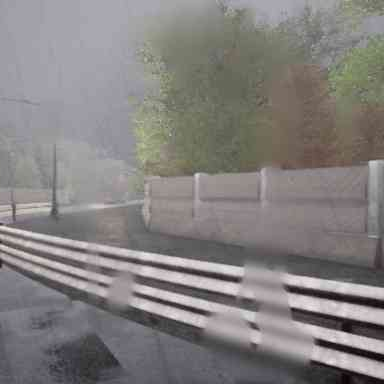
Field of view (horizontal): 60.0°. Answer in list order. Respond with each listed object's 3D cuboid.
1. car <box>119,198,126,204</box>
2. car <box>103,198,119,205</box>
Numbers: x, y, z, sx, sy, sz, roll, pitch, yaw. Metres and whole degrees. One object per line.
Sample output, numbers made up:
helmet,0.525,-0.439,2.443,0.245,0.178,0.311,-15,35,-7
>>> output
car,-17.257,2.111,79.993,1.837,1.490,4.892,0,0,1
car,-17.463,2.035,70.502,1.812,1.442,4.674,0,-1,1
